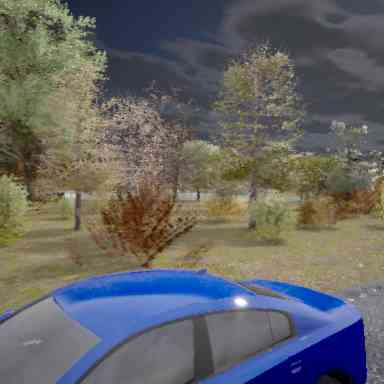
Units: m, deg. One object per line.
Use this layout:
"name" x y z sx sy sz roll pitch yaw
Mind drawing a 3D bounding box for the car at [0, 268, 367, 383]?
"car" -0.588 1.483 2.652 5.008 1.535 1.882 1 0 -35
